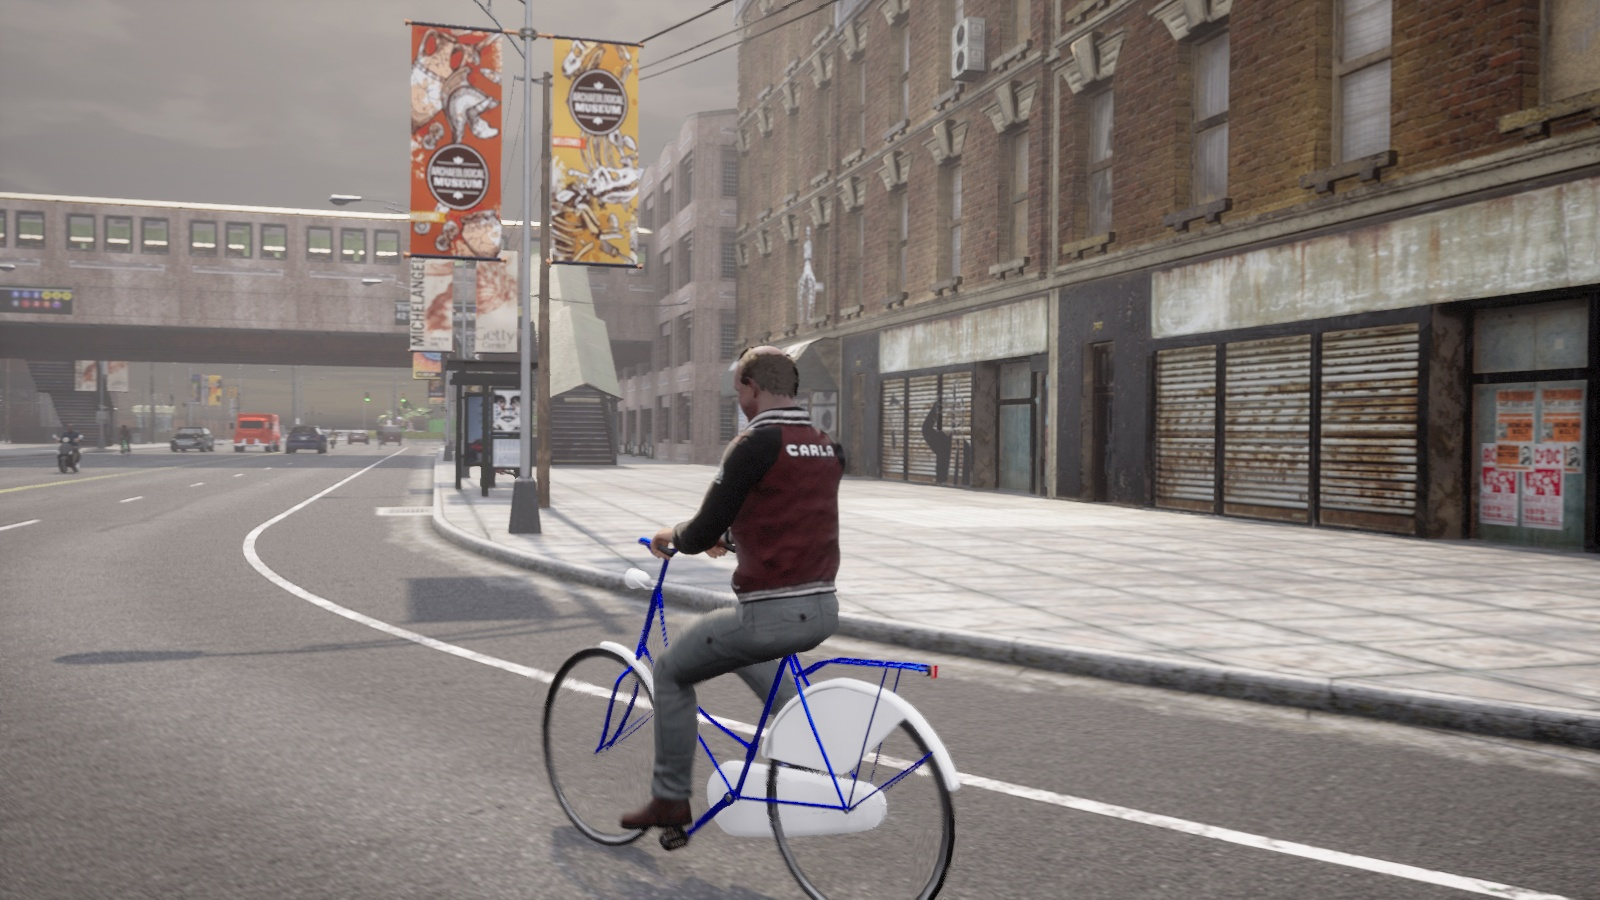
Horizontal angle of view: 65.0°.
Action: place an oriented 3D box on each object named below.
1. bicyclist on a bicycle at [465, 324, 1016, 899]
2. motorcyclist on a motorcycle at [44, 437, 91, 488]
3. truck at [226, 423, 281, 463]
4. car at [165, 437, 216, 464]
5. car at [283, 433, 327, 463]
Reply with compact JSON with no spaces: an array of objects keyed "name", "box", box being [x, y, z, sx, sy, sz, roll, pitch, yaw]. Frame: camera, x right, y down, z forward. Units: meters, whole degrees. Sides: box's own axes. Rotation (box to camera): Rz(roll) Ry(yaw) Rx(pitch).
[{"name":"bicyclist on a bicycle","box":[-0.269,0.553,4.122,1.843,1.776,0.659,0,1,40]},{"name":"motorcyclist on a motorcycle","box":[-23.401,0.376,40.154,0.866,1.590,1.817,-1,1,-16]},{"name":"truck","box":[-35.123,-0.477,80.846,2.627,2.467,5.204,-1,1,-16]},{"name":"car","box":[-38.136,-0.008,78.684,2.033,1.649,4.856,-1,1,-16]},{"name":"car","box":[-30.529,-0.128,77.562,2.097,1.767,4.553,-1,1,-16]}]
